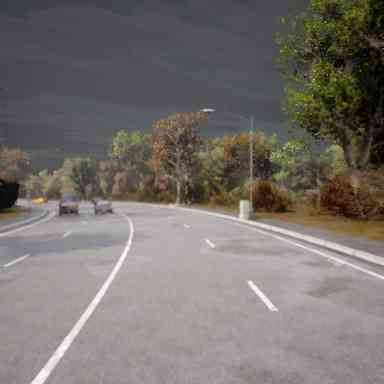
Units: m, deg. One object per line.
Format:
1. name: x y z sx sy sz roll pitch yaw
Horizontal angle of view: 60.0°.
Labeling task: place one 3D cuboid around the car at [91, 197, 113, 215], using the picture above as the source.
1. car: -9.924 1.669 37.147 1.812 1.442 4.674 -1 0 -18

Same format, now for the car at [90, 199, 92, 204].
1. car: -20.725 1.795 72.677 1.994 1.385 4.181 -3 1 -38

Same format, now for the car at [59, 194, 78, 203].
1. car: -31.891 1.725 85.767 5.566 2.045 2.150 -2 1 45

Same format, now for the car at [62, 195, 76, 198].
1. car: -28.975 2.050 77.457 2.033 1.411 5.357 -3 1 -41

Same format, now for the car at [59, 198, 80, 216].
1. car: -13.116 1.699 35.642 1.882 1.535 5.008 -1 0 -18
